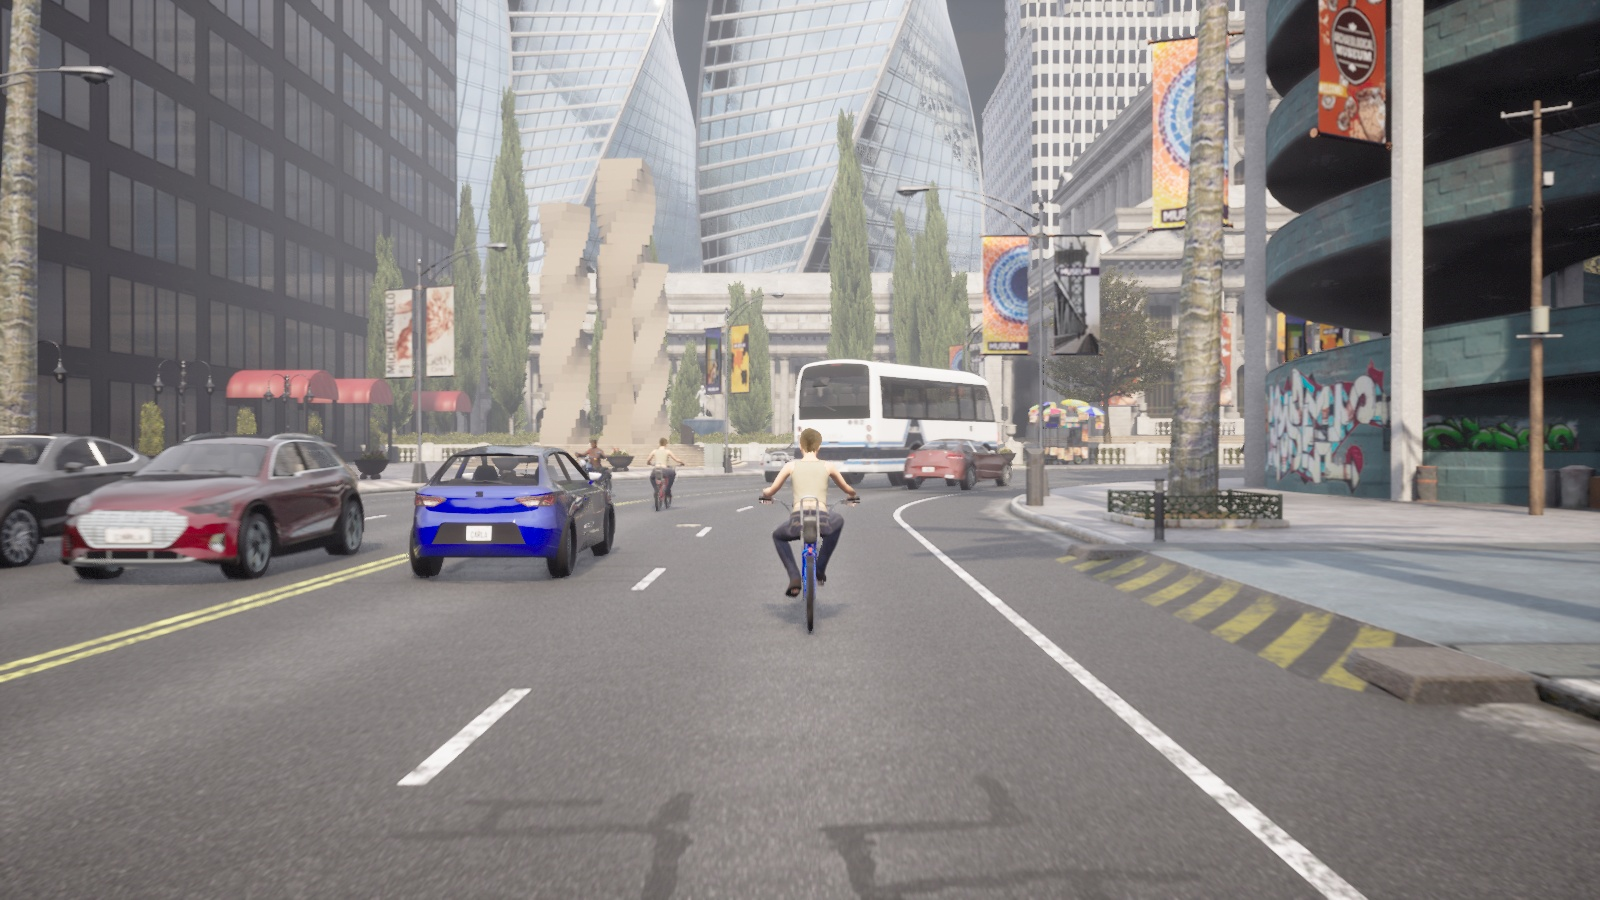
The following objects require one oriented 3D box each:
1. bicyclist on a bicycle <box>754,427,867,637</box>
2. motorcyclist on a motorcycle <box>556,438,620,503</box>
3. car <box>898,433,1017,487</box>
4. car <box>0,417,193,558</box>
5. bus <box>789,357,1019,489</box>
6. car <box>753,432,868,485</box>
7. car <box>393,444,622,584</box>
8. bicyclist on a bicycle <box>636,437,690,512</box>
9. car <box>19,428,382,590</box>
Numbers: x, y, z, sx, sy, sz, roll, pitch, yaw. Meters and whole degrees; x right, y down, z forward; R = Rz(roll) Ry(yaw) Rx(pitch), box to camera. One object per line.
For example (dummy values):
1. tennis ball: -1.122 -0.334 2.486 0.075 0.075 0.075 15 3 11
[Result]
1. bicyclist on a bicycle: 0.080 0.624 10.390 0.866 1.612 1.509 0 0 0
2. motorcyclist on a motorcycle: -5.589 0.505 33.219 0.766 1.649 2.350 0 1 15
3. car: 5.238 0.297 41.185 2.152 1.651 5.027 0 0 29
4. car: -10.393 0.423 16.715 2.152 1.651 5.027 0 0 0
5. bus: 4.096 -0.885 45.829 3.944 4.253 10.273 0 0 33
6. car: 0.448 0.301 46.652 1.932 1.855 4.605 0 0 36
7. car: -3.397 0.670 15.410 1.816 1.474 4.193 0 0 0
8. bicyclist on a bicycle: -3.005 0.524 27.713 0.866 1.612 1.509 1 0 6
9. car: -6.900 0.585 15.183 2.033 1.649 4.856 0 0 0
